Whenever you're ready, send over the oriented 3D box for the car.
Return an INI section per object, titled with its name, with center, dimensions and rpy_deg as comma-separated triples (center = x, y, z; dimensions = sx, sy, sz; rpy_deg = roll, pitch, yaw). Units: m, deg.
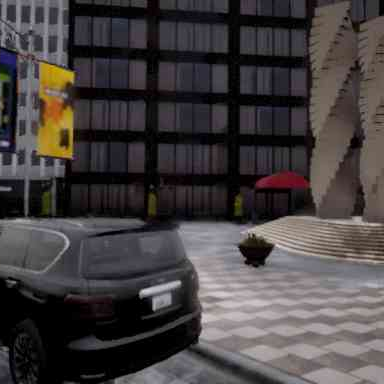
[car]
center = -2.395, 1.403, 5.586
dimensions = 5.566, 2.045, 2.150
rpy_deg = -1, -3, 40
